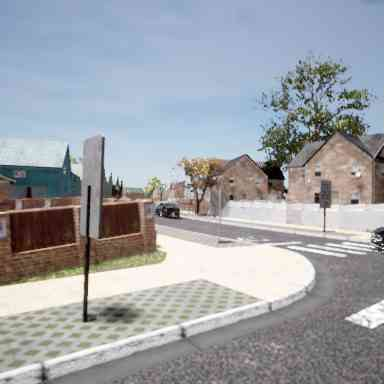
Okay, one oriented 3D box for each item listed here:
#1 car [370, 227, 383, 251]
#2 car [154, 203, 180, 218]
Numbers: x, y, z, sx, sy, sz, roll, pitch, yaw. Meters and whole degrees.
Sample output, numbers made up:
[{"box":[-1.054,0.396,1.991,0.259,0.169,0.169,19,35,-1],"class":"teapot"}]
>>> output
[{"box":[9.261,1.596,12.266,4.892,1.490,1.837,0,3,4],"class":"car"},{"box":[-2.627,1.862,33.959,1.837,1.490,4.892,2,-2,-20],"class":"car"}]
